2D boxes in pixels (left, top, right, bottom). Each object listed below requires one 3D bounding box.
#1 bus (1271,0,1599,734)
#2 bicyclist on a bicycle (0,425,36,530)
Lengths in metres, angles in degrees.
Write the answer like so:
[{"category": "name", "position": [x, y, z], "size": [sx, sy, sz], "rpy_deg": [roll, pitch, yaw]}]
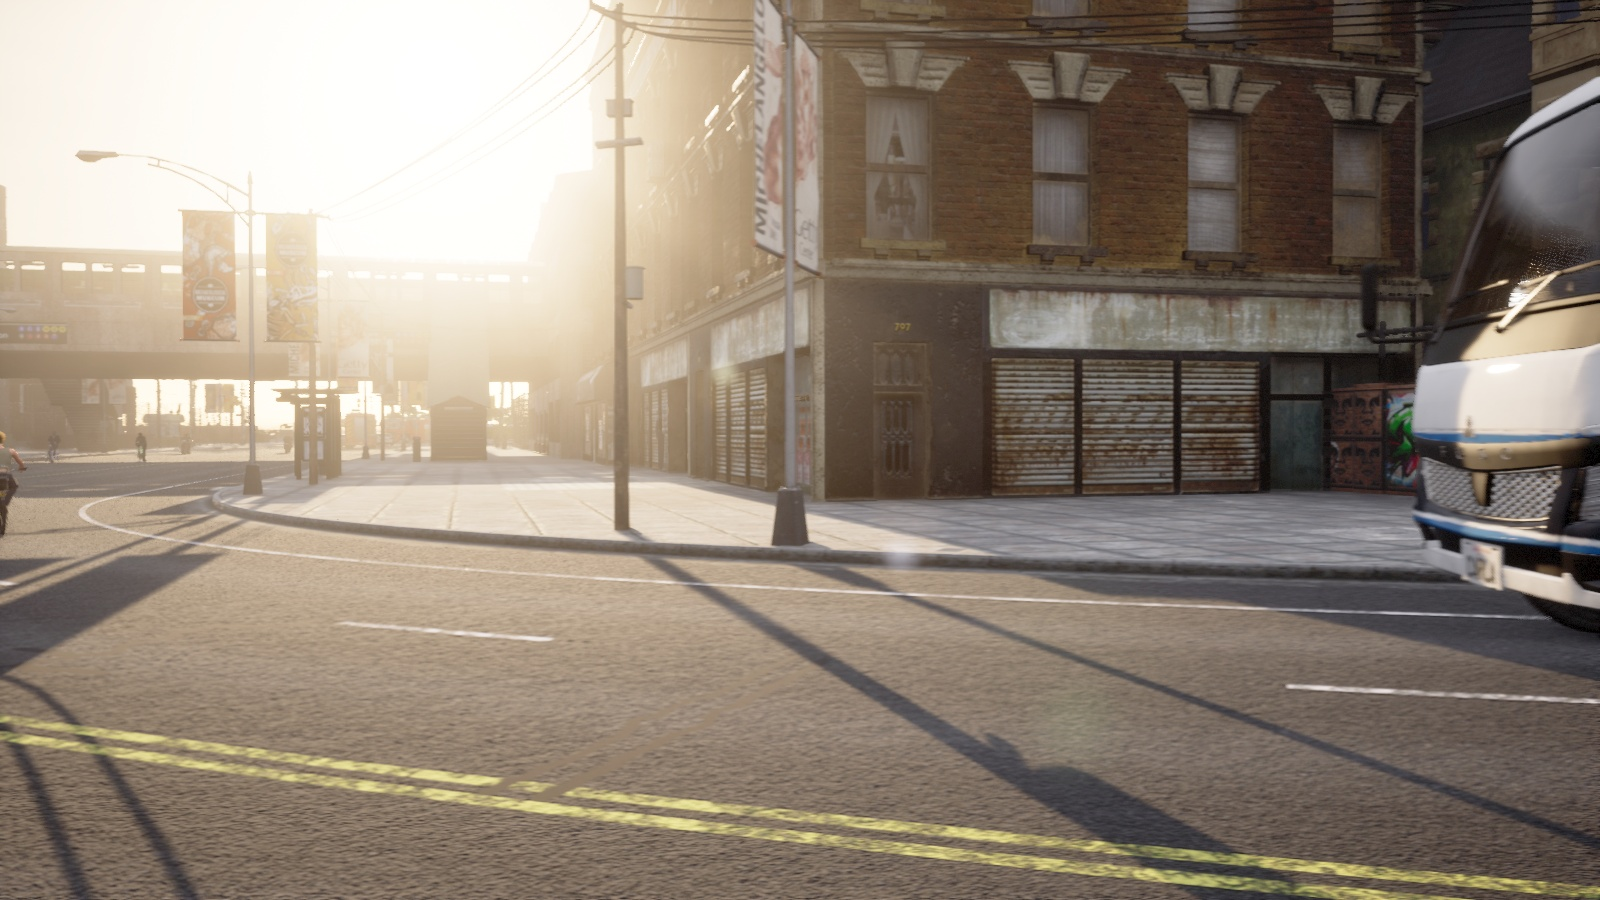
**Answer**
[{"category": "bus", "position": [8.873, -0.636, 8.047], "size": [10.273, 4.253, 3.944], "rpy_deg": [0, 1, 6]}, {"category": "bicyclist on a bicycle", "position": [-12.748, 0.410, 19.889], "size": [0.866, 1.612, 1.509], "rpy_deg": [0, 1, -40]}]
